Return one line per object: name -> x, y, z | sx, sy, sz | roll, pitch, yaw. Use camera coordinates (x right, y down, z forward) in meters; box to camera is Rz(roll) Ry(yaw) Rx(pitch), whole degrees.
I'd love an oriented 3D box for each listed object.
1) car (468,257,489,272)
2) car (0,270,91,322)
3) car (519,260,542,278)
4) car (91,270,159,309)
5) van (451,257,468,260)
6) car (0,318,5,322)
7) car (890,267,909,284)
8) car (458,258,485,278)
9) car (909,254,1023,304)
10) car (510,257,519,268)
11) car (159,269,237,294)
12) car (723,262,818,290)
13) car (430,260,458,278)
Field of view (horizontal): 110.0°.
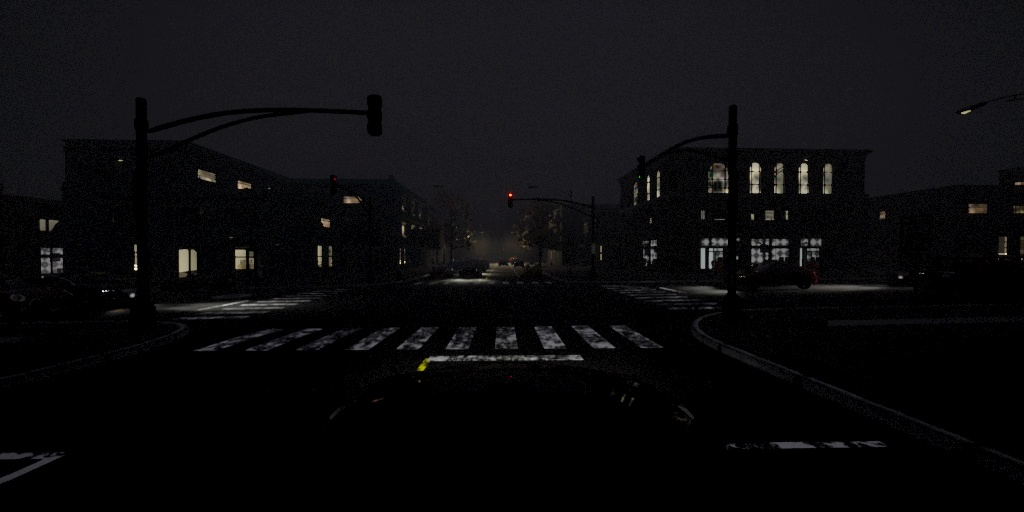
car -> -4.180, 1.220, 44.461 | 1.882, 1.535, 5.008 | 0, 0, -1
car -> -18.346, 1.423, 12.752 | 4.097, 1.591, 1.967 | 0, 0, -2
car -> 1.881, 1.270, 33.979 | 1.751, 1.417, 4.829 | 0, 0, -1
car -> -18.751, 1.455, 15.287 | 4.902, 1.511, 2.128 | -1, 1, -3
van -> -6.775, 1.083, 44.683 | 1.690, 1.789, 3.998 | 0, 0, -1
car -> -5.661, 1.295, 1.086 | 1.888, 1.381, 4.507 | 0, 0, -1
car -> 24.410, 0.907, 20.366 | 4.902, 1.511, 2.128 | -1, 1, -2
car -> -3.920, 1.222, 34.421 | 1.882, 1.535, 5.008 | 0, 0, -2
car -> 19.642, 0.843, 14.370 | 5.009, 1.841, 2.192 | 0, 0, -2
car -> 1.178, 1.288, 61.531 | 2.007, 1.370, 4.403 | 0, 0, -1
car -> -18.678, 1.474, 21.093 | 4.313, 1.339, 1.948 | 0, 0, -2
car -> 14.306, 1.063, 19.928 | 4.674, 1.442, 1.812 | -1, 1, -2
car -> -6.492, 1.326, 33.595 | 1.802, 1.307, 4.207 | 0, 0, -1
